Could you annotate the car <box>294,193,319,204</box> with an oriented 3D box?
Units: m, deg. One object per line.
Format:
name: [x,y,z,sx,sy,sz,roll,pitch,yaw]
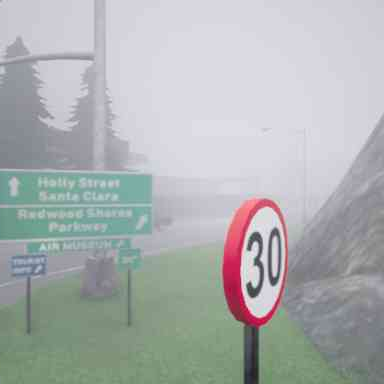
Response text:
car: [16.049,1.063,46.531,2.150,2.045,5.566,0,0,36]

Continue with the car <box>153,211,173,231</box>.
car: [-3.337,1.784,20.161,1.895,1.301,4.718,0,0,36]
